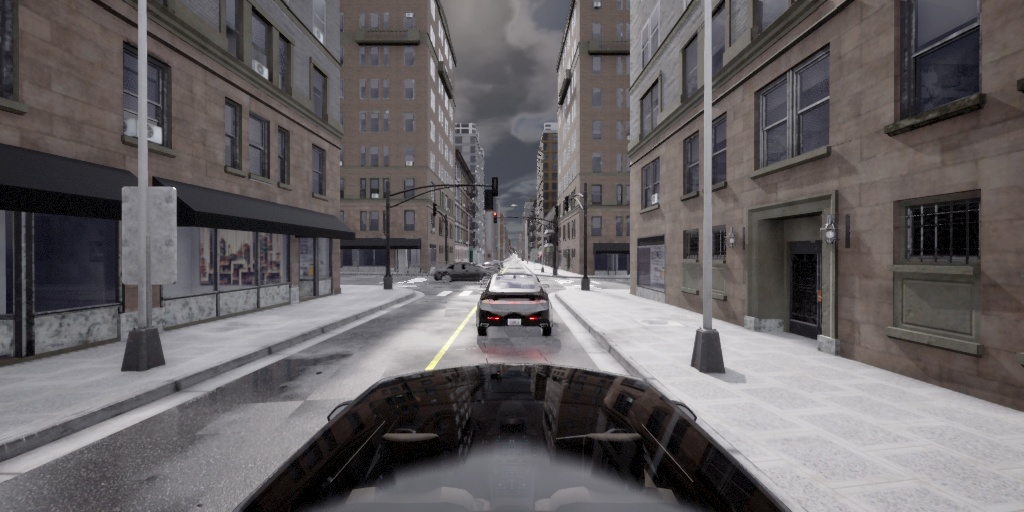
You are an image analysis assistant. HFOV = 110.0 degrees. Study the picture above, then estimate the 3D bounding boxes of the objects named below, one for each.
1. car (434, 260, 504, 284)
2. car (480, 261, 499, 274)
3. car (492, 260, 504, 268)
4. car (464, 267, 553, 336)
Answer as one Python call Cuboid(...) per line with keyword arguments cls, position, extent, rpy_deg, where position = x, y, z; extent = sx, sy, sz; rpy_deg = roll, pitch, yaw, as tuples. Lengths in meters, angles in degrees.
Cuboid(cls="car", position=(-3.231, 1.276, 26.247), extent=(4.892, 1.490, 1.837), rpy_deg=(0, 0, 0))
Cuboid(cls="car", position=(-2.719, 1.372, 44.002), extent=(1.994, 1.385, 4.181), rpy_deg=(0, 0, 1))
Cuboid(cls="car", position=(-2.501, 1.451, 64.072), extent=(1.895, 1.301, 4.718), rpy_deg=(0, 0, 1))
Cuboid(cls="car", position=(0.074, 1.243, 10.348), extent=(2.128, 1.511, 4.902), rpy_deg=(0, 0, 1))
